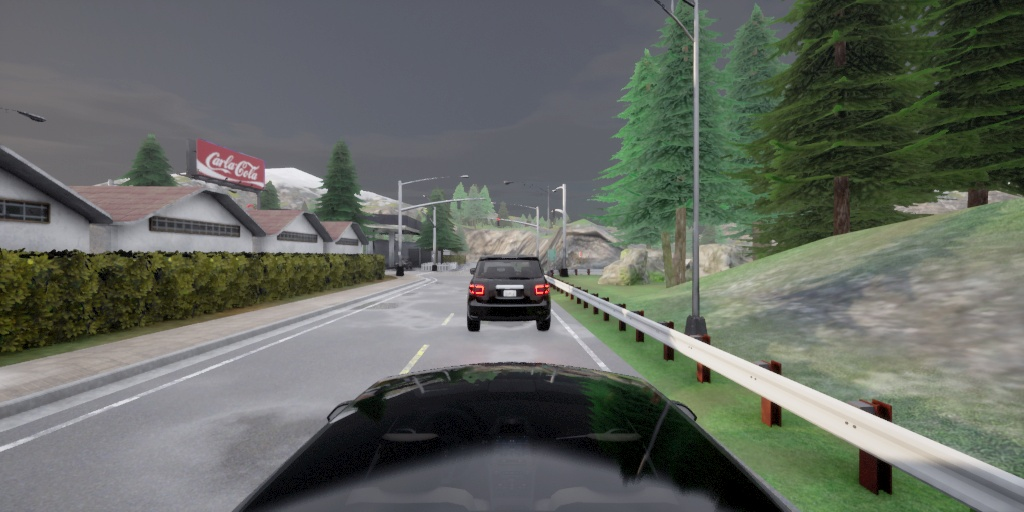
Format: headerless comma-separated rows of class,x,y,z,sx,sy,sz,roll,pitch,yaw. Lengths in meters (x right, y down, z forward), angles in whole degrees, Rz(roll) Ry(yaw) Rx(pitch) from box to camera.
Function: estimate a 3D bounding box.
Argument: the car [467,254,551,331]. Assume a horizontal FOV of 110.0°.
car,-0.141,0.966,11.080,2.150,2.045,5.566,0,0,-2
